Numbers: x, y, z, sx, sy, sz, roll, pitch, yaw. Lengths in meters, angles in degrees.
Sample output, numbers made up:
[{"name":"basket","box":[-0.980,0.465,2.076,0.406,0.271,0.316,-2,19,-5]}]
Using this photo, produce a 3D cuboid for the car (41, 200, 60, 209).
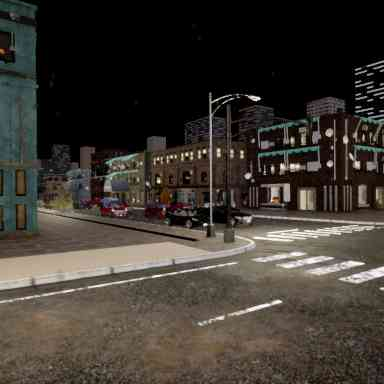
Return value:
[{"name":"car","box":[-24.204,2.233,57.618,1.752,1.417,4.829,-1,0,-35]}]

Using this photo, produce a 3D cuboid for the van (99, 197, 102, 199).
[{"name":"van","box":[-14.270,1.907,58.087,1.690,1.788,3.998,-1,0,-35]}]

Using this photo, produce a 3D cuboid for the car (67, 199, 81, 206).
[{"name":"car","box":[-27.066,2.364,76.152,1.947,1.339,4.313,-1,0,-35]}]

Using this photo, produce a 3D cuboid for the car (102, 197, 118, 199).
[{"name":"car","box":[-8.909,1.785,40.539,2.097,1.767,4.553,-1,0,-35]}]

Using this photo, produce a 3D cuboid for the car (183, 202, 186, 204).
[{"name":"car","box":[-1.464,1.904,40.023,1.802,1.307,4.206,-2,0,-35]}]

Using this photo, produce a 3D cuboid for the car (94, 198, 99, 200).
[{"name":"car","box":[-17.471,1.940,62.603,2.192,1.841,5.009,-1,0,-35]}]

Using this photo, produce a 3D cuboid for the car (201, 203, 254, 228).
[{"name":"car","box":[2.451,1.735,24.506,1.812,1.442,4.674,-1,0,-37]}]

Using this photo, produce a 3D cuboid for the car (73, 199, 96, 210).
[{"name":"car","box":[-17.676,2.160,53.073,2.033,1.411,5.357,-1,0,-35]}]

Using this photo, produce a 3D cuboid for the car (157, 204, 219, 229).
[{"name":"car","box":[-0.377,1.814,23.783,1.947,1.339,4.313,-1,0,-35]}]

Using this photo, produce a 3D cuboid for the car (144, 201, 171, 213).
[{"name":"car","box":[-4.663,1.966,44.539,1.802,1.307,4.206,-1,0,-35]}]

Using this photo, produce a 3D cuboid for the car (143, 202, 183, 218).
[{"name":"car","box":[-3.077,1.883,32.306,1.994,1.385,4.181,-1,0,-35]}]

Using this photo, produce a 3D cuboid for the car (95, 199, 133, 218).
[{"name":"car","box":[-8.304,1.846,35.175,1.967,1.590,4.097,-1,0,-35]}]

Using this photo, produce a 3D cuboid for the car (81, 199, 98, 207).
[{"name":"car","box":[-20.666,2.228,67.120,1.887,1.381,4.507,-1,0,-35]}]

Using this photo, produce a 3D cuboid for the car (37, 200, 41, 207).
[{"name":"car","box":[-30.703,2.376,66.790,2.008,1.369,4.403,-1,0,-35]}]
